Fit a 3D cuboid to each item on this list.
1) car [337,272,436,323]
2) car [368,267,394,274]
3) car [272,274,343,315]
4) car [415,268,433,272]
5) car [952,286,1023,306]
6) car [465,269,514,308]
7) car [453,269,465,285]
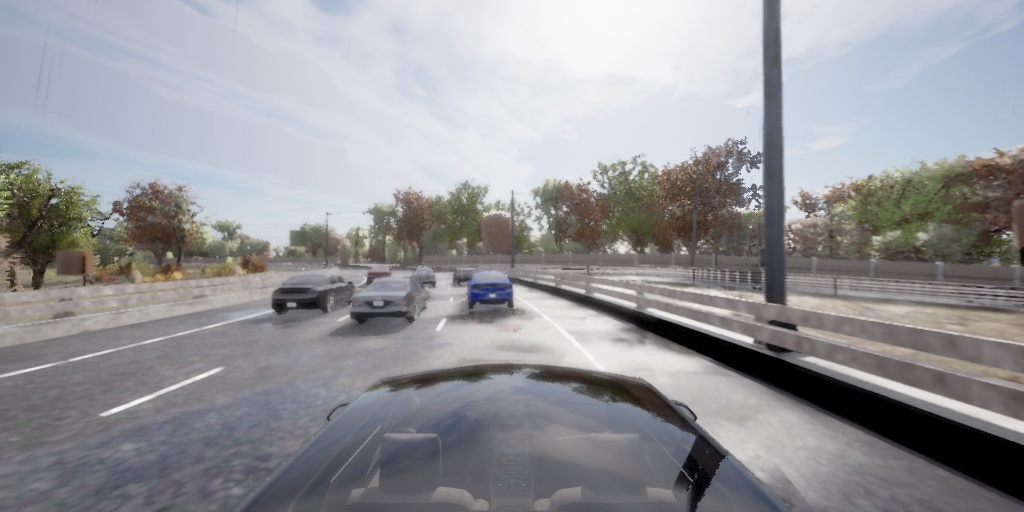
[{"bbox_3d":[-4.157,1.464,12.921,2.033,1.411,5.357,0,-1,-6],"label":"car"},{"bbox_3d":[-11.268,1.660,30.836,1.882,1.535,5.008,0,0,-16],"label":"car"},{"bbox_3d":[-7.913,1.462,14.801,1.837,1.490,4.892,0,0,-7],"label":"car"},{"bbox_3d":[-6.964,1.681,28.385,2.033,1.411,5.357,0,-1,-14],"label":"car"},{"bbox_3d":[37.576,3.031,27.642,4.892,1.490,1.837,3,1,28],"label":"car"},{"bbox_3d":[-1.094,1.430,16.517,1.882,1.535,5.008,0,-1,-8],"label":"car"},{"bbox_3d":[-3.956,1.753,30.680,1.895,1.301,4.718,0,-1,-15],"label":"car"}]
